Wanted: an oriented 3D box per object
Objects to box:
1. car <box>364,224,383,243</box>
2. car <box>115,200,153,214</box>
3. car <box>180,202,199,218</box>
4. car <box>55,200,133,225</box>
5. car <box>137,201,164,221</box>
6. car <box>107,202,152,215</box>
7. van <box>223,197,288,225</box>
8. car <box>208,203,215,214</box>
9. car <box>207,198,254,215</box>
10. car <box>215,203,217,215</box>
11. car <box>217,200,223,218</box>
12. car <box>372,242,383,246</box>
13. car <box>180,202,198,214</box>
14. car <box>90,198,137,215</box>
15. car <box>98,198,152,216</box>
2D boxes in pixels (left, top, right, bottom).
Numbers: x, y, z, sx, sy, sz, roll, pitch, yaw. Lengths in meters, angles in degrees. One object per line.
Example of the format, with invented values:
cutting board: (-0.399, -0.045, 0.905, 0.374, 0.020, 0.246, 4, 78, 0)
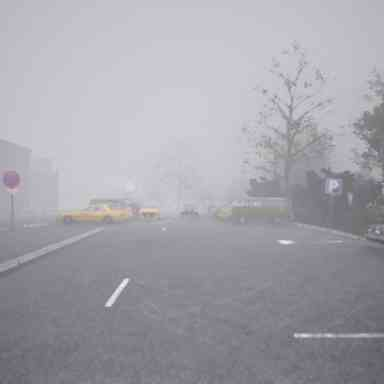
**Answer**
car: (9.376, 1.689, 12.250, 5.357, 1.411, 2.033, 4, -1, 2)
car: (-7.520, 1.965, 43.450, 4.553, 1.767, 2.185, 0, -2, -1)
car: (-0.268, 1.908, 34.853, 2.033, 1.411, 5.357, 0, -1, -1)
car: (-7.553, 1.637, 25.352, 5.366, 1.575, 1.946, 0, -1, 0)
car: (-3.570, 1.719, 29.674, 1.882, 1.535, 5.008, 0, -1, 0)
car: (-7.507, 1.998, 40.411, 5.008, 1.535, 2.097, 0, -2, -1)
van: (4.788, 1.405, 24.809, 4.442, 1.987, 1.878, 0, -1, 0)
car: (4.785, 1.616, 35.982, 5.566, 2.045, 2.435, 0, -2, -1)
car: (4.715, 1.778, 41.442, 5.566, 2.045, 2.435, 0, -2, -1)
car: (5.046, 1.730, 30.262, 5.366, 1.575, 1.946, 0, -1, 0)
car: (5.067, 1.677, 27.602, 5.366, 1.575, 1.946, 0, -1, 0)
car: (5.046, 1.522, 4.013, 4.674, 1.452, 2.002, 0, 0, 0)
car: (-0.368, 2.163, 45.253, 2.128, 1.511, 4.902, 0, -2, 2)
car: (-7.361, 1.566, 28.273, 4.553, 1.767, 2.185, 0, -1, 0)
car: (-7.446, 1.658, 37.503, 5.566, 2.045, 2.435, 0, -1, -1)
